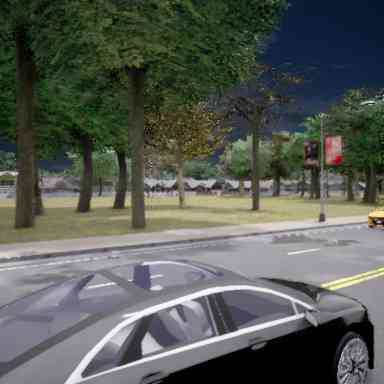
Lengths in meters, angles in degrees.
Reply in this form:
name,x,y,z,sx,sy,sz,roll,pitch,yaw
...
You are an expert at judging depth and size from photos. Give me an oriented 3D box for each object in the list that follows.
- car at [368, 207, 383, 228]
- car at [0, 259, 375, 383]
name,x,y,z,sx,sy,sz,roll,pitch,yaw
car,13.011,1.485,20.956,5.008,1.535,1.882,0,0,-35
car,0.011,1.493,3.448,4.902,1.511,2.128,0,0,-36
